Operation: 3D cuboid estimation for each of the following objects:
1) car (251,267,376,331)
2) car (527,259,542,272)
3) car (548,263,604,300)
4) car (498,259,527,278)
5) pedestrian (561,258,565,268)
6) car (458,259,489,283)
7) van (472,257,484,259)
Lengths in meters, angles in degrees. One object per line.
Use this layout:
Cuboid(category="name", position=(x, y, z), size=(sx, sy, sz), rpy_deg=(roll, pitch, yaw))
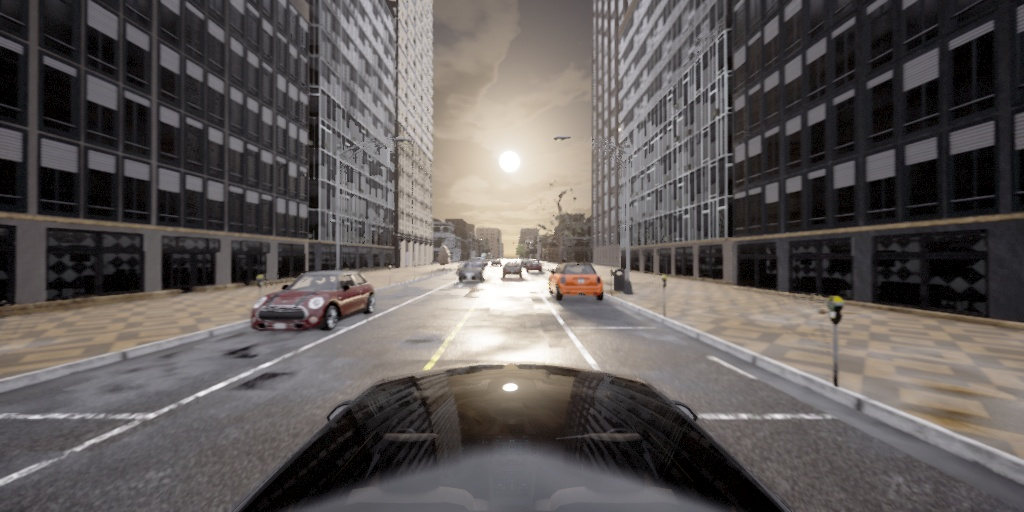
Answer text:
Cuboid(category="car", position=(-5.688, 1.190, 10.776), size=(1.967, 1.591, 4.097), rpy_deg=(0, 0, 0))
Cuboid(category="car", position=(2.703, 1.183, 44.911), size=(1.967, 1.591, 4.097), rpy_deg=(0, 0, 0))
Cuboid(category="car", position=(3.004, 1.100, 17.681), size=(2.097, 1.767, 4.553), rpy_deg=(0, 0, 0))
Cuboid(category="car", position=(0.050, 1.238, 34.321), size=(2.128, 1.511, 4.902), rpy_deg=(0, 0, 1))
Cuboid(category="pedestrian", position=(2.961, 1.042, 20.490), size=(0.375, 1.860, 0.375), rpy_deg=(0, 0, -2))
Cuboid(category="car", position=(-3.088, 1.238, 28.448), size=(2.128, 1.511, 4.902), rpy_deg=(0, 0, 0))
Cuboid(category="van", position=(-5.674, 1.080, 56.315), size=(1.690, 1.789, 3.998), rpy_deg=(0, 0, 0))
